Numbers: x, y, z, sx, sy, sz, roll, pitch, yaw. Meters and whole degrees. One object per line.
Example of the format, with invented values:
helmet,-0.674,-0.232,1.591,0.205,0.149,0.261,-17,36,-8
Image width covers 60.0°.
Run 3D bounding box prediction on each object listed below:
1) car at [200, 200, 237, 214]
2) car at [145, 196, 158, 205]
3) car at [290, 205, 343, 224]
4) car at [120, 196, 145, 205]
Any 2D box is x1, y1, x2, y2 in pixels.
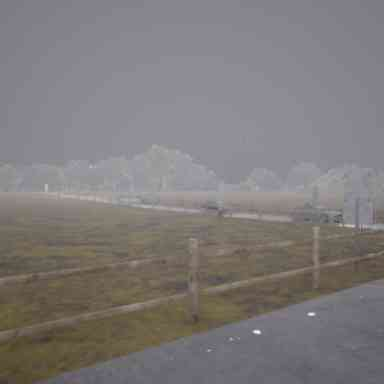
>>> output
car,2.842,1.626,36.361,1.837,1.490,4.892,2,1,-36
car,-7.704,1.394,56.147,2.033,1.411,5.357,2,0,-35
car,9.944,1.715,26.432,1.994,1.385,4.181,2,-1,-35
car,-9.980,1.375,54.401,1.895,1.301,4.718,2,0,-35
